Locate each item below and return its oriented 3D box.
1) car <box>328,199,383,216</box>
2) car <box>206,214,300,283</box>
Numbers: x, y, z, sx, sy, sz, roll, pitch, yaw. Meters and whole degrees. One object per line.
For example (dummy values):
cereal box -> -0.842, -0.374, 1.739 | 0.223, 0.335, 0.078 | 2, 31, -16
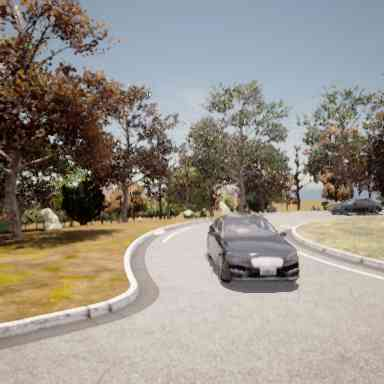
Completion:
car -> 14.514, 1.324, 29.605 | 4.674, 1.442, 1.812 | 0, 0, -8
car -> 1.512, 1.444, 9.650 | 2.128, 1.511, 4.902 | 0, 0, -3
